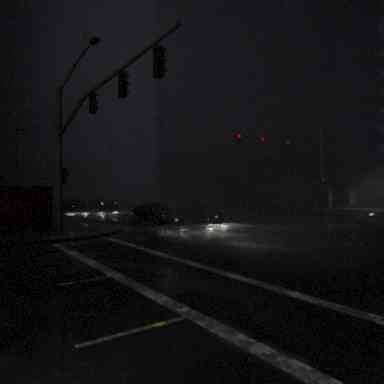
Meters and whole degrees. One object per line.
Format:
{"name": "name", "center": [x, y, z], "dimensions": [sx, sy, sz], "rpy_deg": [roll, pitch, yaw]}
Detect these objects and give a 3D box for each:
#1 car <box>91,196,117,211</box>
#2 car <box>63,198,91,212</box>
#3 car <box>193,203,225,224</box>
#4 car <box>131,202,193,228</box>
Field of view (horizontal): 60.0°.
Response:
{"name": "car", "center": [-10.645, 1.301, 39.799], "dimensions": [2.097, 1.767, 4.553], "rpy_deg": [0, 0, -36]}
{"name": "car", "center": [-13.378, 1.465, 37.601], "dimensions": [1.837, 1.490, 4.892], "rpy_deg": [0, 0, -36]}
{"name": "car", "center": [0.506, 1.512, 24.333], "dimensions": [1.994, 1.385, 4.181], "rpy_deg": [0, 0, -36]}
{"name": "car", "center": [-2.366, 1.452, 22.329], "dimensions": [2.128, 1.511, 4.902], "rpy_deg": [0, 0, -36]}
